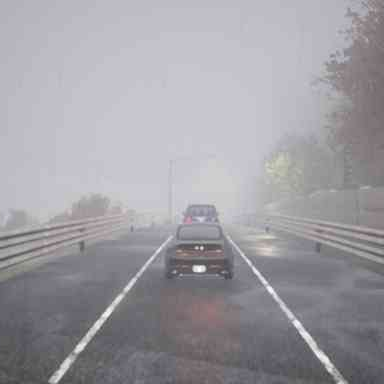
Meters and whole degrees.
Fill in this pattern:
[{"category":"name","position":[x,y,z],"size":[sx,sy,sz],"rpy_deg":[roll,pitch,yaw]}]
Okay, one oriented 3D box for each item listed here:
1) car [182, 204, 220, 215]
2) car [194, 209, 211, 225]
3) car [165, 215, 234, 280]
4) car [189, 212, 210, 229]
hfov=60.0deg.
[{"category":"car","position":[0.550,1.760,20.616],"size":[2.150,2.045,5.566],"rpy_deg":[0,-2,1]},{"category":"car","position":[1.521,3.388,45.221],"size":[2.150,2.045,5.566],"rpy_deg":[0,-5,4]},{"category":"car","position":[0.226,1.688,10.522],"size":[1.837,1.490,4.892],"rpy_deg":[0,-2,1]},{"category":"car","position":[0.739,2.609,30.788],"size":[1.812,1.442,4.674],"rpy_deg":[0,-4,2]}]
